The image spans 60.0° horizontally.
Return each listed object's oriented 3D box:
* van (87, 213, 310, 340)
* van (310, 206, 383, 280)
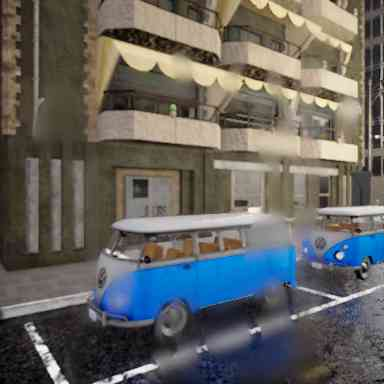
[{"bbox_3d":[0.209,1.331,6.245,3.998,1.788,1.690,0,0,-36],"label":"van"},{"bbox_3d":[4.839,1.316,9.552,3.998,1.788,1.690,0,0,-36],"label":"van"}]
